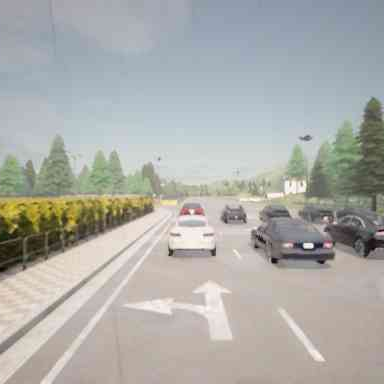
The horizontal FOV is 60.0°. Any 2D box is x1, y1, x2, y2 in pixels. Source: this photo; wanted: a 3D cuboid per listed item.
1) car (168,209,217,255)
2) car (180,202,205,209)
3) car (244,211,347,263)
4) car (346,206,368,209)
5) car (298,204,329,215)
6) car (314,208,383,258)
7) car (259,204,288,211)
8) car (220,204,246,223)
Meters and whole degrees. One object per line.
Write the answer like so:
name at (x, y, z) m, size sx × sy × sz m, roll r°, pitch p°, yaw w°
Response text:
car at (0.016, 1.674, 13.890) m, size 1.812 × 1.442 × 4.674 m, roll 0°, pitch 0°, yaw 0°
car at (0.008, 1.652, 28.417) m, size 2.097 × 1.767 × 4.553 m, roll 0°, pitch -1°, yaw 0°
car at (3.504, 1.682, 12.506) m, size 2.033 × 1.411 × 5.357 m, roll 0°, pitch -1°, yaw 0°
car at (14.007, 1.869, 28.586) m, size 1.994 × 1.385 × 4.181 m, roll 0°, pitch -1°, yaw 1°
car at (10.508, 1.810, 28.493) m, size 1.837 × 1.490 × 4.892 m, roll 0°, pitch 0°, yaw 0°
car at (7.014, 1.638, 13.499) m, size 2.128 × 1.511 × 4.902 m, roll 0°, pitch 0°, yaw 0°
car at (7.007, 1.810, 28.512) m, size 1.837 × 1.490 × 4.892 m, roll 0°, pitch 0°, yaw 0°
car at (3.507, 1.795, 28.497) m, size 2.128 × 1.511 × 4.902 m, roll 0°, pitch 0°, yaw 0°
